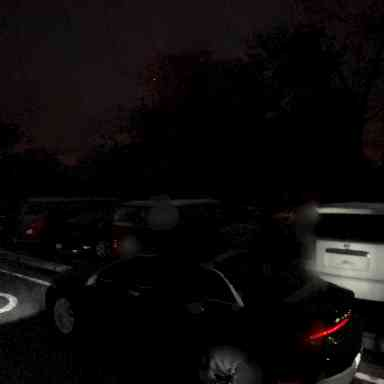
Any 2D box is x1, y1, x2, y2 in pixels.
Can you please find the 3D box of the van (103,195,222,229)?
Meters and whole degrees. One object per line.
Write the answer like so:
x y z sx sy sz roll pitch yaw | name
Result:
-0.449 1.228 10.916 1.878 1.987 4.442 0 0 36 | van

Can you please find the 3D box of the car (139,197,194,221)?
-2.077 1.303 27.976 2.185 1.767 4.553 0 0 36 | car

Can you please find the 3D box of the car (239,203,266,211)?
4.734 1.506 23.141 2.002 1.452 4.674 0 0 36 | car

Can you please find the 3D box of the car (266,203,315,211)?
6.894 1.476 21.373 1.946 1.575 5.366 0 0 36 | car

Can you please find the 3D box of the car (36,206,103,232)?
-2.802 1.441 12.446 2.231 1.521 4.892 0 0 36 | car

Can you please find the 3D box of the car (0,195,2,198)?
-9.621 1.153 17.365 2.435 2.045 5.566 0 0 36 | car

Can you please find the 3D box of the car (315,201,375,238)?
9.266 1.492 19.901 2.097 1.535 5.008 0 0 36 | car

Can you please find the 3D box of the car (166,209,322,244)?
1.760 1.466 9.188 2.097 1.535 5.008 0 0 36 | car

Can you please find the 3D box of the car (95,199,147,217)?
-6.585 1.456 31.245 2.002 1.452 4.674 0 0 36 | car

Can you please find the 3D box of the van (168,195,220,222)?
0.271 1.213 26.478 1.878 1.987 4.442 0 0 36 | van

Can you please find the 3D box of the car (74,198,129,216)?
-8.849 1.413 32.871 2.097 1.535 5.008 0 0 36 | car

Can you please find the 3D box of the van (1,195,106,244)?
-5.146 1.201 13.987 1.878 1.987 4.442 0 0 36 | van

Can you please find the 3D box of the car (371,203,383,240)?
11.518 1.535 18.263 2.163 1.488 4.792 0 0 36 | car

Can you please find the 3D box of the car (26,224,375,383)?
-0.229 1.500 4.924 4.892 1.490 1.837 0 0 36 | car

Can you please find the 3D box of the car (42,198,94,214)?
-13.380 1.420 36.107 2.097 1.535 5.008 0 0 36 | car
